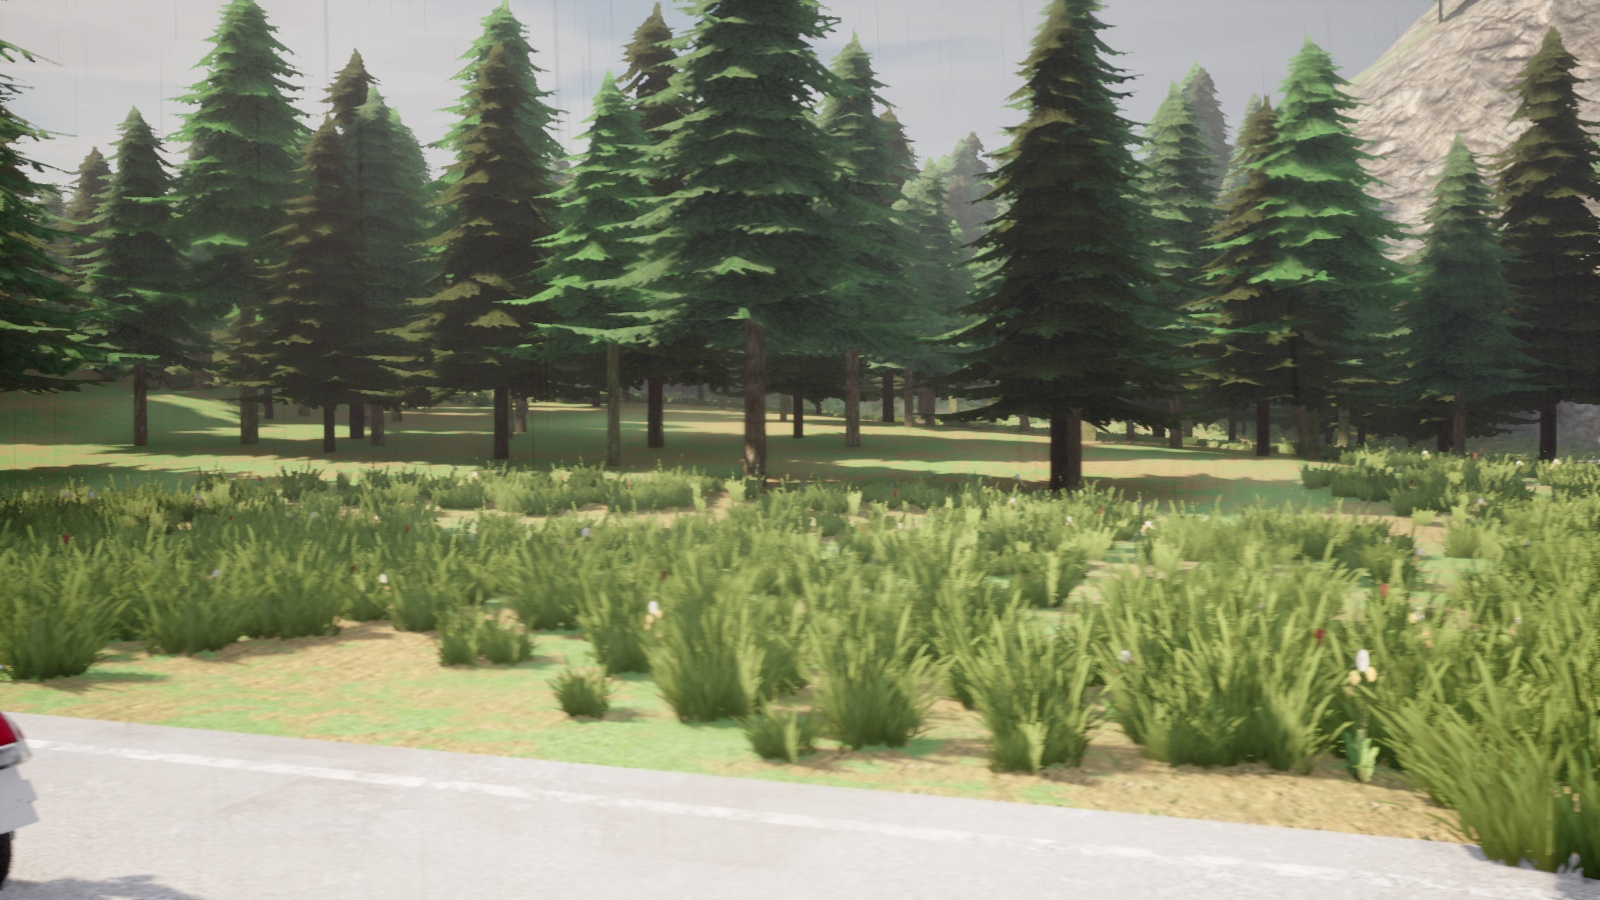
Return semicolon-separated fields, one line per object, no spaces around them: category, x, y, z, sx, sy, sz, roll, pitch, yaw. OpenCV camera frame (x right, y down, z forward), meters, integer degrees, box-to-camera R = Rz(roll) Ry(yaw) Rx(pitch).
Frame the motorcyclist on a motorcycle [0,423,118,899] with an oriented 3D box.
motorcyclist on a motorcycle;-3.428;0.699;4.345;1.817;1.590;0.866;1;1;19
